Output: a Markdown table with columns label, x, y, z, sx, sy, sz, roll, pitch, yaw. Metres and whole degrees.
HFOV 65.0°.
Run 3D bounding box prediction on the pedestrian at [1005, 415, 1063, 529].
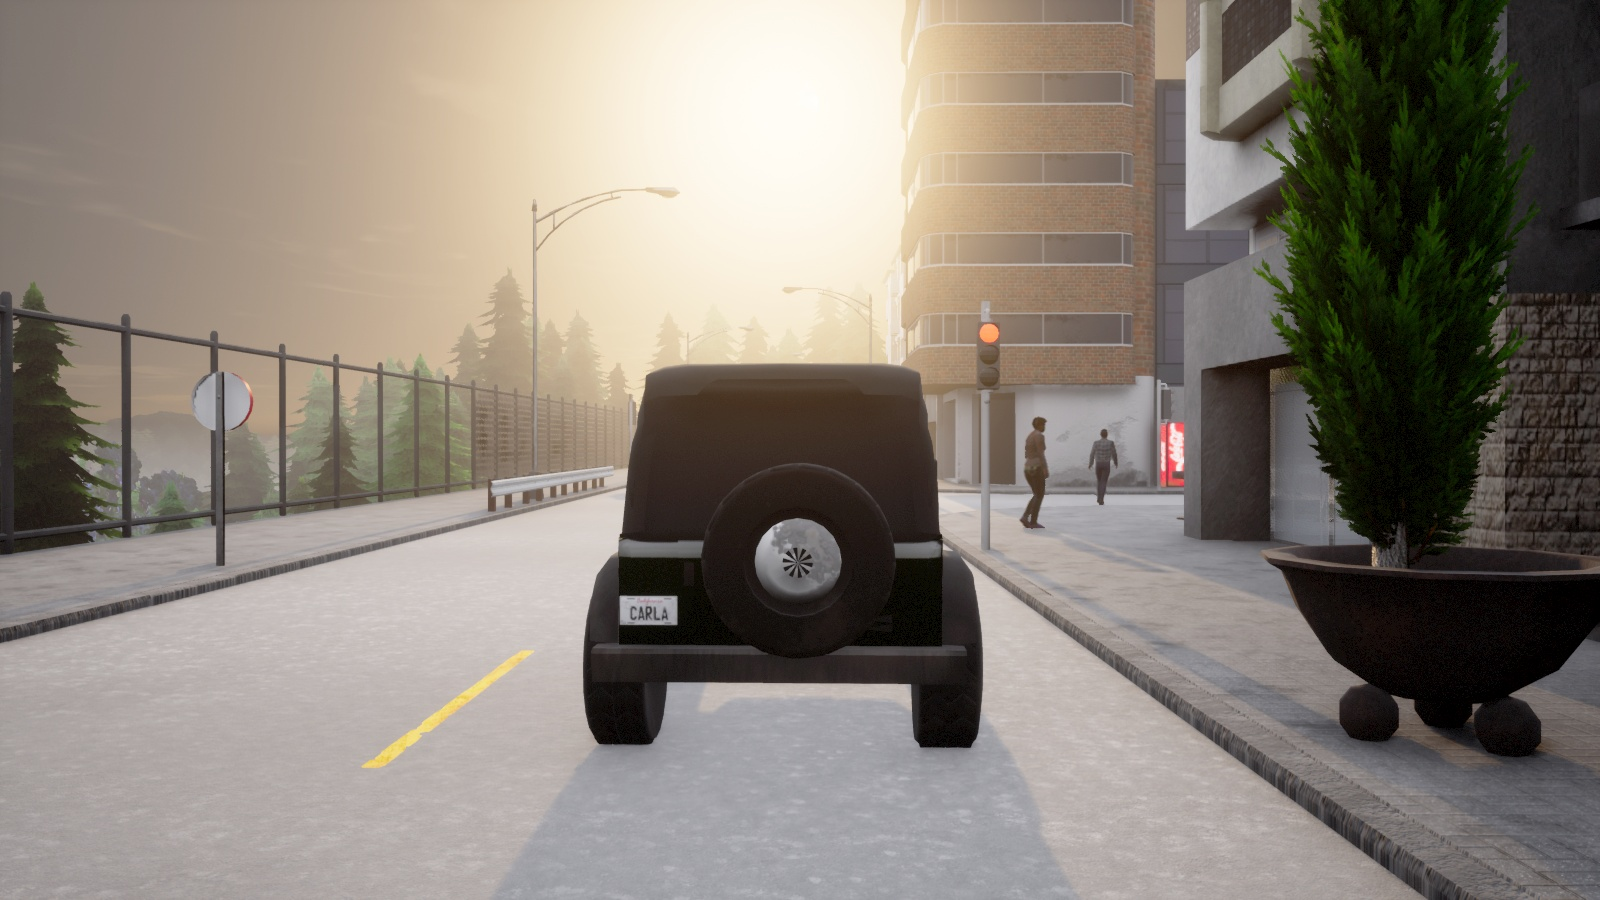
| label | x | y | z | sx | sy | sz | roll | pitch | yaw |
| --- | --- | --- | --- | --- | --- | --- | --- | --- | --- |
| pedestrian | 3.741 | 0.346 | 20.074 | 0.869 | 1.805 | 0.328 | 0 | 0 | -20 |

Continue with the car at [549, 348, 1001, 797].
| label | x | y | z | sx | sy | sz | roll | pitch | yaw |
| --- | --- | --- | --- | --- | --- | --- | --- | --- | --- |
| car | -0.029 | 0.502 | 7.220 | 1.905 | 1.878 | 3.866 | 0 | 0 | 2 |

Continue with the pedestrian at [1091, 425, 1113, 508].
| label | x | y | z | sx | sy | sz | roll | pitch | yaw |
| --- | --- | --- | --- | --- | --- | --- | --- | --- | --- |
| pedestrian | 7.171 | 0.384 | 29.801 | 0.423 | 1.949 | 0.788 | 0 | 0 | 21 |
